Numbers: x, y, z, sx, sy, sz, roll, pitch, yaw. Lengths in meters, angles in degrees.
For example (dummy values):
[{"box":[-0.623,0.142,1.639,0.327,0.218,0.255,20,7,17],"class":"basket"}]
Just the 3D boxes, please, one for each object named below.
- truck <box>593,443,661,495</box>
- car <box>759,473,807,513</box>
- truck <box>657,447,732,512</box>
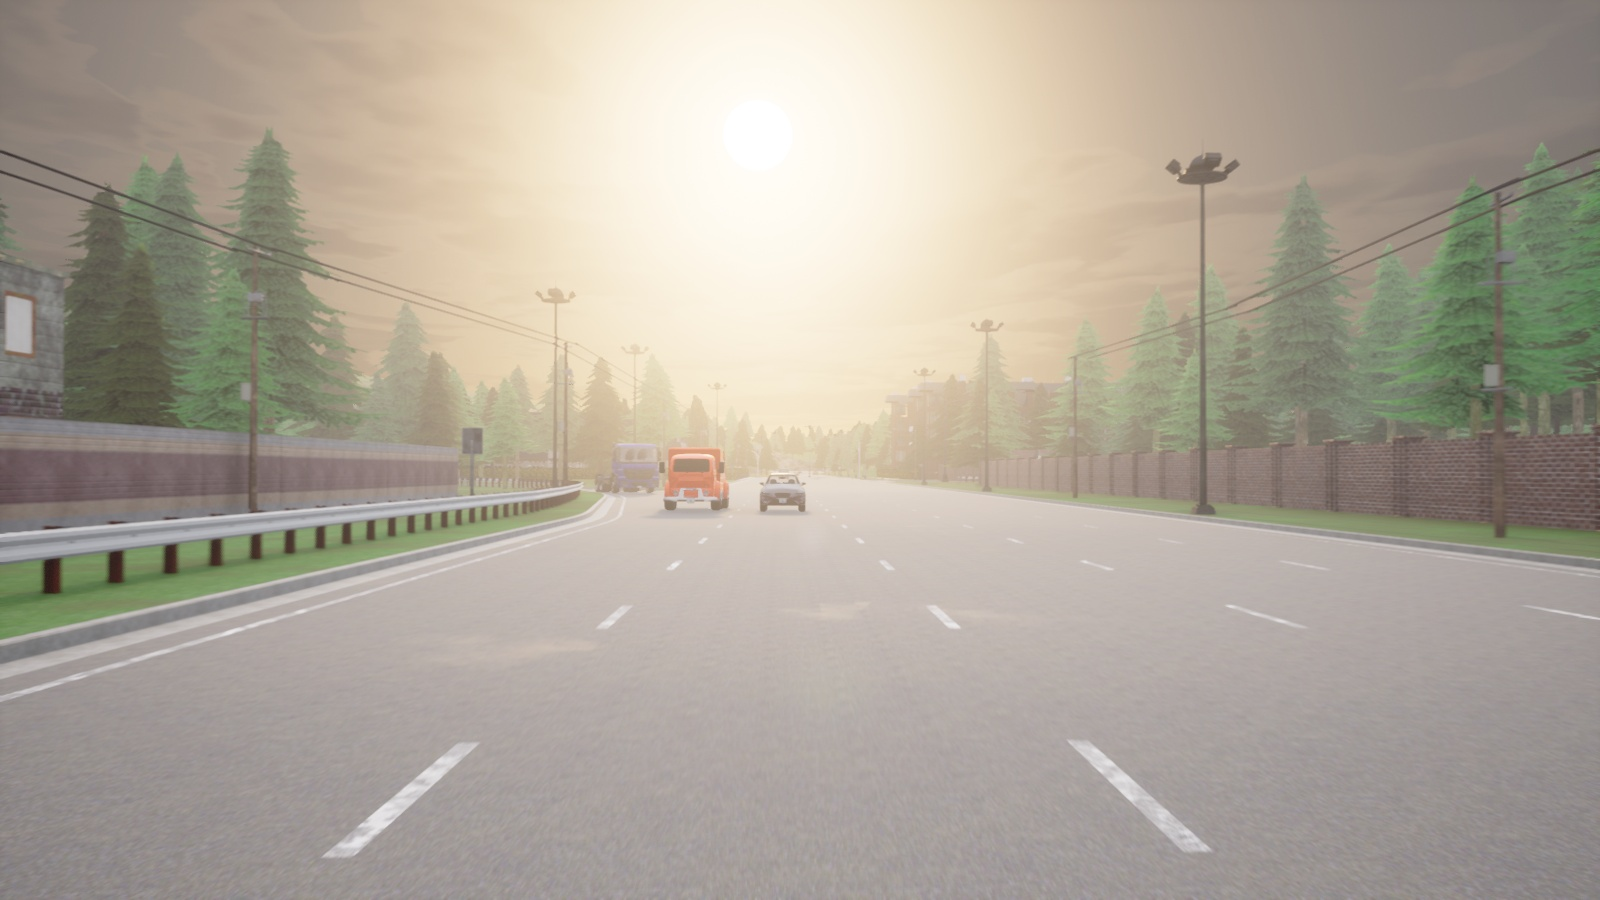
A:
[{"box":[-12.141,1.342,87.604,2.891,3.462,7.936,0,-1,-22],"class":"truck"},{"box":[-0.662,1.641,49.020,1.816,1.474,4.193,0,-1,-1],"class":"car"},{"box":[-4.185,1.185,50.625,2.627,2.467,5.204,0,-1,-1],"class":"truck"}]
